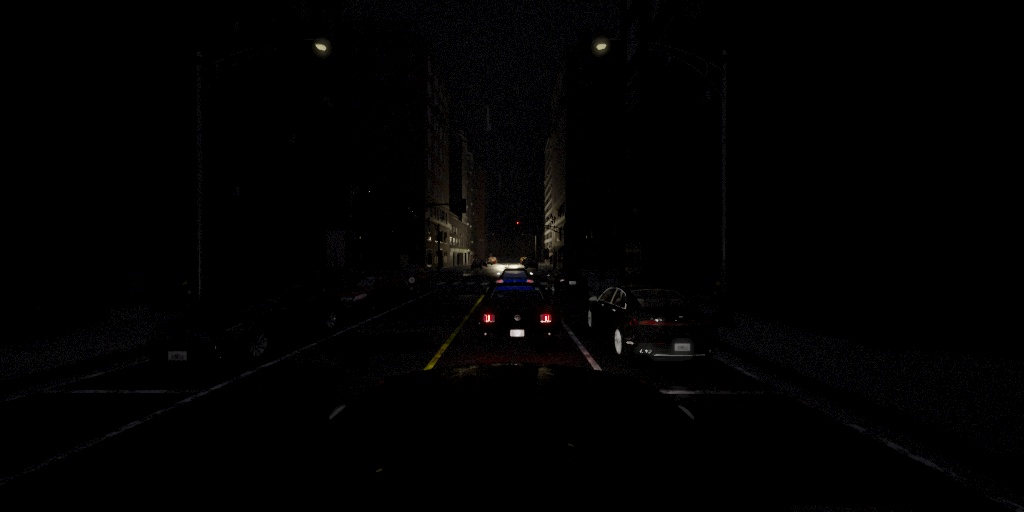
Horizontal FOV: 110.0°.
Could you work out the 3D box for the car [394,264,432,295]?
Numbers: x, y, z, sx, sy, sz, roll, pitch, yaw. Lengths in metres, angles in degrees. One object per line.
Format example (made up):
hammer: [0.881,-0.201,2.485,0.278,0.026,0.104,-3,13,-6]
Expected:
car: [-5.612,1.190,19.246,1.967,1.591,4.097,0,0,0]

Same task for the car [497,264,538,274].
car: [0.151,1.314,18.600,1.994,1.385,4.181,0,0,1]

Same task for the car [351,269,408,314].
car: [-5.631,1.332,13.744,1.802,1.307,4.207,0,0,0]

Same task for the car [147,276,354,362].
car: [-5.648,1.315,8.243,1.948,1.339,4.313,0,0,0]

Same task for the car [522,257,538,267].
car: [3.069,1.225,56.306,1.967,1.591,4.097,0,0,0]

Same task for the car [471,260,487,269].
car: [-5.457,1.367,56.347,1.802,1.307,4.207,0,0,0]

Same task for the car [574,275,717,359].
car: [2.877,1.300,8.215,2.007,1.370,4.403,0,0,0]

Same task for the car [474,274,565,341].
car: [0.121,1.351,9.840,1.895,1.301,4.718,0,0,0]

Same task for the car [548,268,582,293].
car: [2.913,1.316,19.218,1.948,1.339,4.313,0,0,0]
